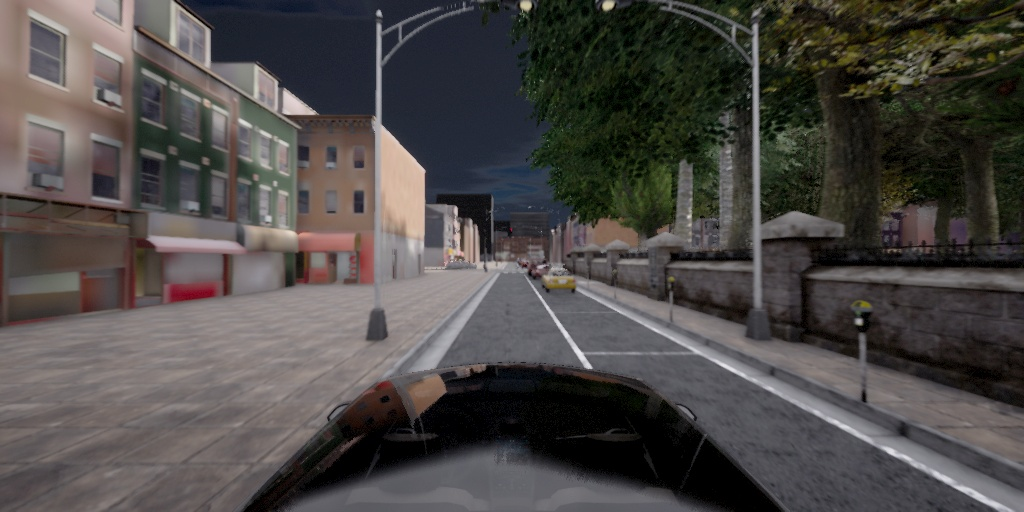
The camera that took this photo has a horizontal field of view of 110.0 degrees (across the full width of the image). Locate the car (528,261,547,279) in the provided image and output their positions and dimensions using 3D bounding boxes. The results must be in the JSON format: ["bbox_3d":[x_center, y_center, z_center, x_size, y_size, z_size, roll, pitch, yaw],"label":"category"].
[{"bbox_3d":[2.638,1.365,31.768,1.802,1.307,4.207,0,0,0],"label":"car"}]

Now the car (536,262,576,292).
[{"bbox_3d":[2.638,1.291,21.040,1.751,1.417,4.829,0,0,0],"label":"car"}]

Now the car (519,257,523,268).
[{"bbox_3d":[2.637,1.416,63.646,1.888,1.381,4.507,0,0,0],"label":"car"}]

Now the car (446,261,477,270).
[{"bbox_3d":[-6.843,1.363,48.907,4.181,1.385,1.994,1,-1,0],"label":"car"}]

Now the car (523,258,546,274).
[{"bbox_3d":[2.638,1.109,37.217,2.192,1.841,5.009,0,0,0],"label":"car"}]
